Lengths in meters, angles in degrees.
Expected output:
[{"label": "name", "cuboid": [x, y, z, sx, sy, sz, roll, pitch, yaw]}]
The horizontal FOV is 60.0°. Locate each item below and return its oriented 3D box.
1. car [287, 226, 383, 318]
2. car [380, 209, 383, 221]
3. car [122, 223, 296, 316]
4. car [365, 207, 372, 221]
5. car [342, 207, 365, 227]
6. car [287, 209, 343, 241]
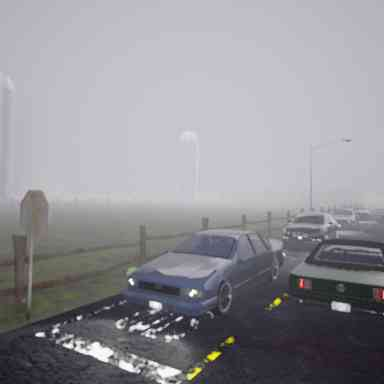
[{"label": "car", "cuboid": [3.755, 1.728, 7.607, 1.895, 1.301, 4.718, 0, -1, 32]}, {"label": "car", "cuboid": [19.945, 2.185, 33.216, 2.033, 1.411, 5.357, 0, -1, 33]}, {"label": "car", "cuboid": [0.753, 1.665, 8.177, 2.033, 1.411, 5.357, 0, -1, 32]}, {"label": "car", "cuboid": [17.409, 2.206, 34.530, 1.994, 1.385, 4.181, 0, -1, 33]}, {"label": "car", "cuboid": [11.673, 2.010, 25.513, 2.033, 1.411, 5.357, 0, -1, 32]}, {"label": "car", "cuboid": [5.996, 1.788, 16.507, 1.837, 1.490, 4.892, 0, -1, 32]}]
